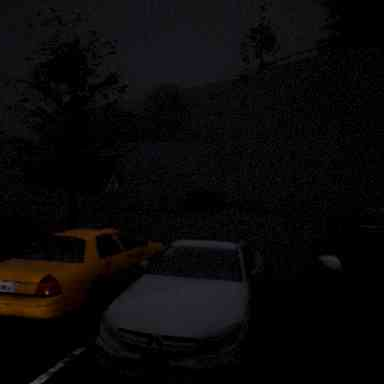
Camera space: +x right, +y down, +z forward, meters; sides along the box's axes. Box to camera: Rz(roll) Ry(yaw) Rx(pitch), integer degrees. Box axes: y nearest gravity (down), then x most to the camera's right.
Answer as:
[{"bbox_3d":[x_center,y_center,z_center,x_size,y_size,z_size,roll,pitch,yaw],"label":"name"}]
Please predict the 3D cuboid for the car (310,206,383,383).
[{"bbox_3d":[2.670,1.240,3.866,2.435,2.045,5.566,1,0,15],"label":"car"}]

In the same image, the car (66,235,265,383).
[{"bbox_3d":[0.226,1.515,5.641,2.002,1.452,4.674,1,0,15],"label":"car"}]

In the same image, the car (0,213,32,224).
[{"bbox_3d":[-7.118,1.444,10.837,2.163,1.488,4.792,1,0,15],"label":"car"}]

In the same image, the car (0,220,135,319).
[{"bbox_3d":[-2.180,1.457,7.561,1.946,1.575,5.366,0,-1,15],"label":"car"}]
